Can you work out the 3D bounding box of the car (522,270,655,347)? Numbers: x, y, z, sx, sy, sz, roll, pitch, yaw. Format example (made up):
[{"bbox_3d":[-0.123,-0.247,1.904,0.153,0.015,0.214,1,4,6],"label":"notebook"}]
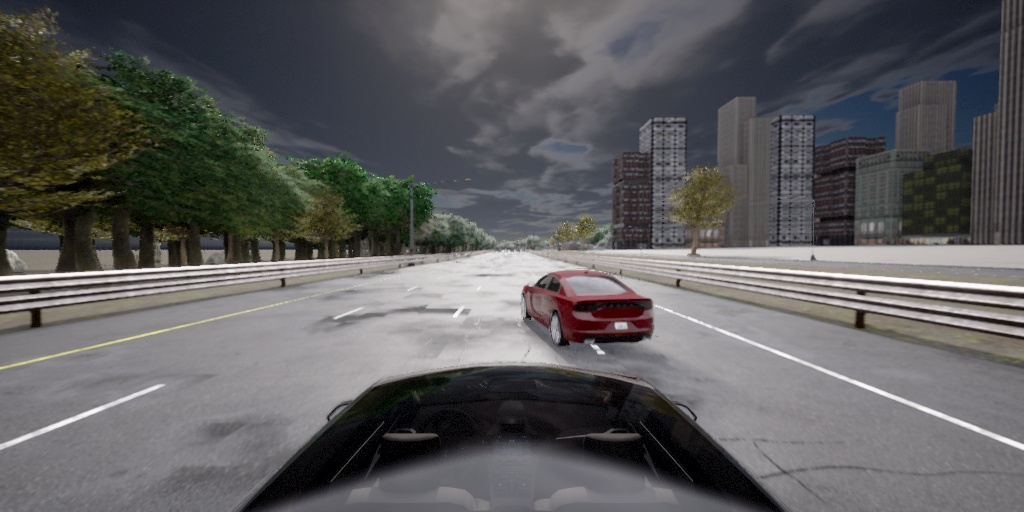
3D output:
[{"bbox_3d":[1.560,1.094,9.095,1.882,1.535,5.008,0,1,-11],"label":"car"}]
